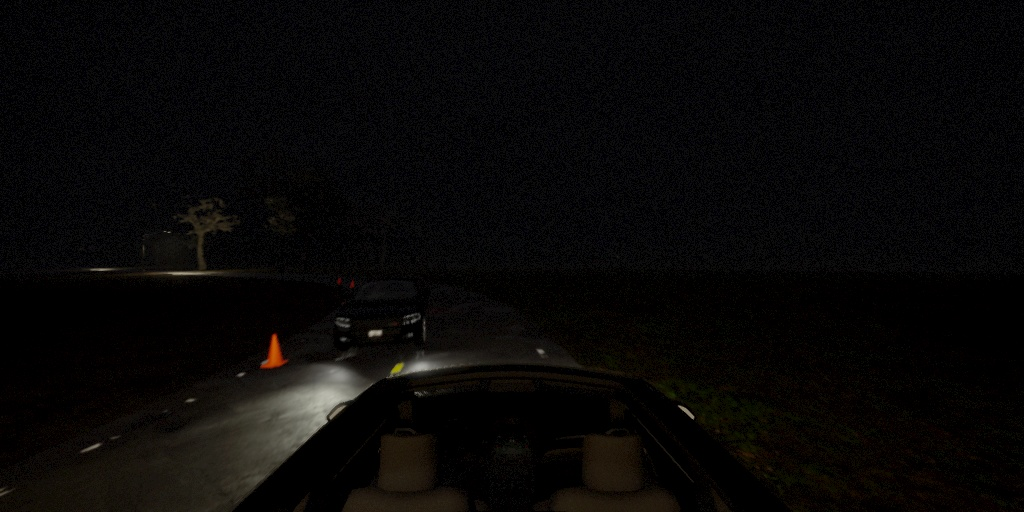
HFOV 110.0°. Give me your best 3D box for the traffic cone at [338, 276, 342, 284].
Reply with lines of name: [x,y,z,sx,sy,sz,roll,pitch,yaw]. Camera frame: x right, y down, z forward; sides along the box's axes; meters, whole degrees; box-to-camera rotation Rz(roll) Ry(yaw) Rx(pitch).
traffic cone: [-13.697,1.924,28.498,0.340,0.580,0.340,0,0,-39]

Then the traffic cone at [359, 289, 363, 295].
traffic cone: [-6.809,1.825,16.174,0.340,0.580,0.340,0,0,-20]

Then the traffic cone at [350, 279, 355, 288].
traffic cone: [-10.953,1.882,24.652,0.340,0.580,0.340,0,0,-32]

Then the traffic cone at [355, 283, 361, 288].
traffic cone: [-8.648,1.848,20.527,0.340,0.580,0.340,0,0,-26]

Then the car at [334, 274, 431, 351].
car: [-3.237,1.284,9.661,1.882,1.535,5.008,-1,0,-11]

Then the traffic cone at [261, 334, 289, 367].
traffic cone: [-4.618,1.815,6.995,0.340,0.580,0.340,0,0,-7]

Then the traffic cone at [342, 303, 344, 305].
traffic cone: [-5.461,1.813,11.645,0.340,0.580,0.340,0,0,-13]
